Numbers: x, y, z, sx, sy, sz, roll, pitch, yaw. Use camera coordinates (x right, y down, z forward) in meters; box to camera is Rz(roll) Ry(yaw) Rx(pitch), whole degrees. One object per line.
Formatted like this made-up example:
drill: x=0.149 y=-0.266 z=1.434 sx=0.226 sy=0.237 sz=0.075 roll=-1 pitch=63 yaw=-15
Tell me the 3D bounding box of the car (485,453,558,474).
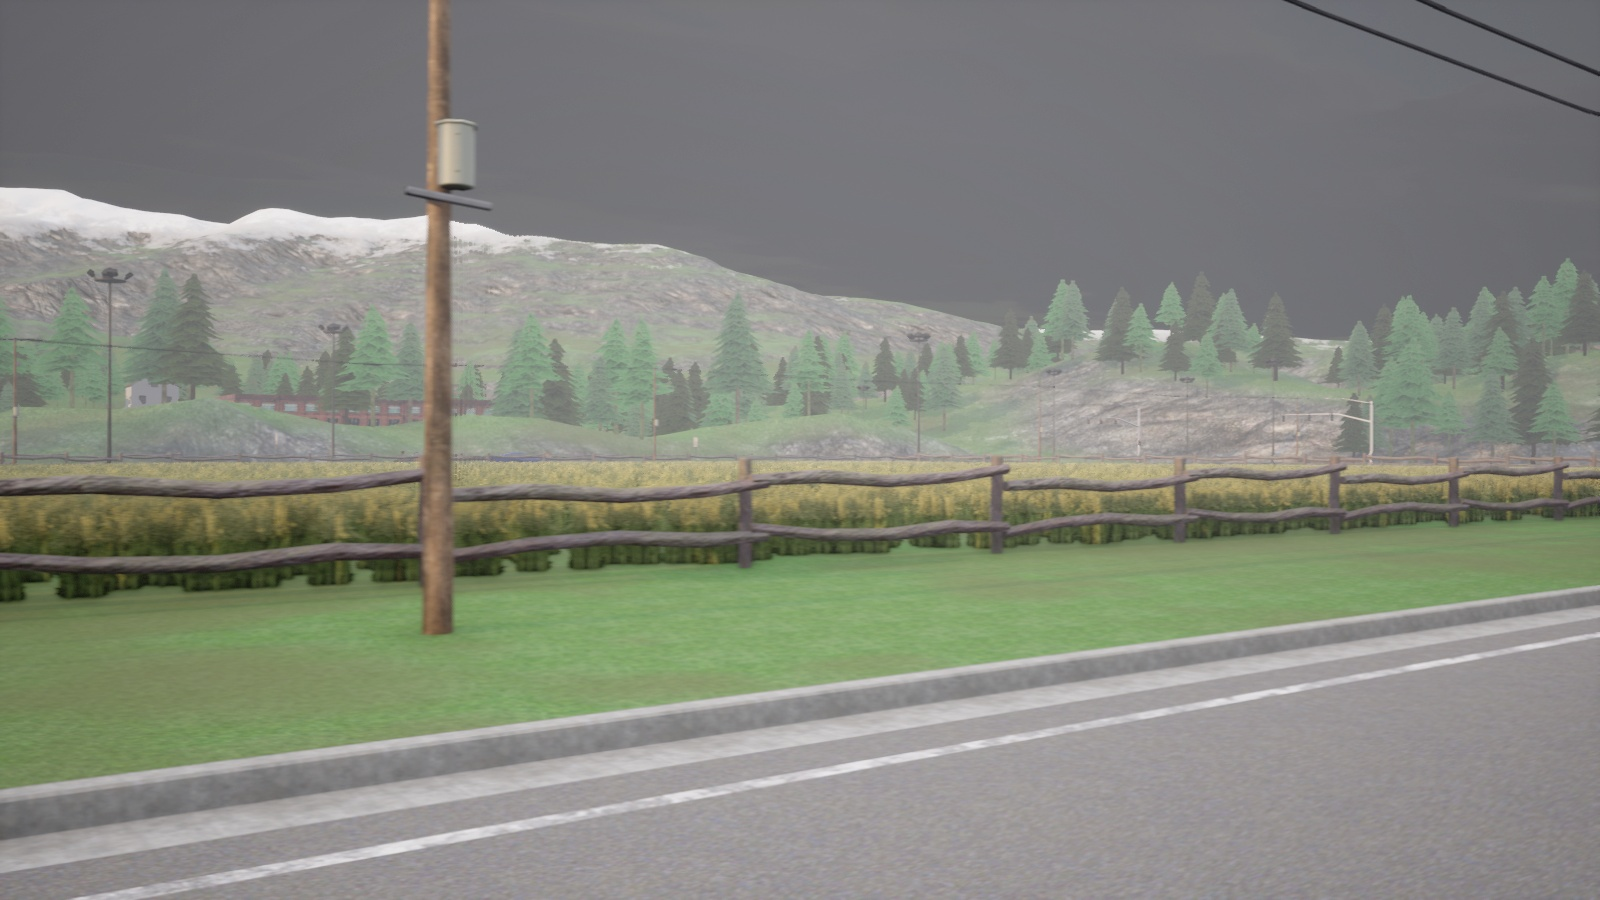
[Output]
car: x=-20.847 y=0.997 z=93.996 sx=5.008 sy=1.535 sz=1.882 roll=0 pitch=0 yaw=-35
